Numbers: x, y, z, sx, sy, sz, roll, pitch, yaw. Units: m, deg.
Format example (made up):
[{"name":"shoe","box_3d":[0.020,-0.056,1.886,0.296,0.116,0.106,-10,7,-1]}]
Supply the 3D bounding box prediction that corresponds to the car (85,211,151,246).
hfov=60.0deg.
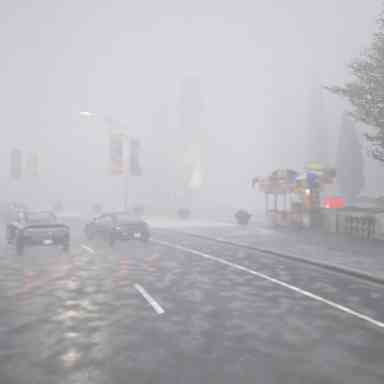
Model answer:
[{"name":"car","box_3d":[-3.576,1.616,15.728,1.812,1.442,4.674,1,0,-35]}]

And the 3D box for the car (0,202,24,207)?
[{"name":"car","box_3d":[-15.432,1.553,27.609,4.902,1.511,2.128,0,-1,34]}]

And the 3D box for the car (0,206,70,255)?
[{"name":"car","box_3d":[-6.434,1.536,13.716,2.128,1.511,4.902,1,0,-34]}]
